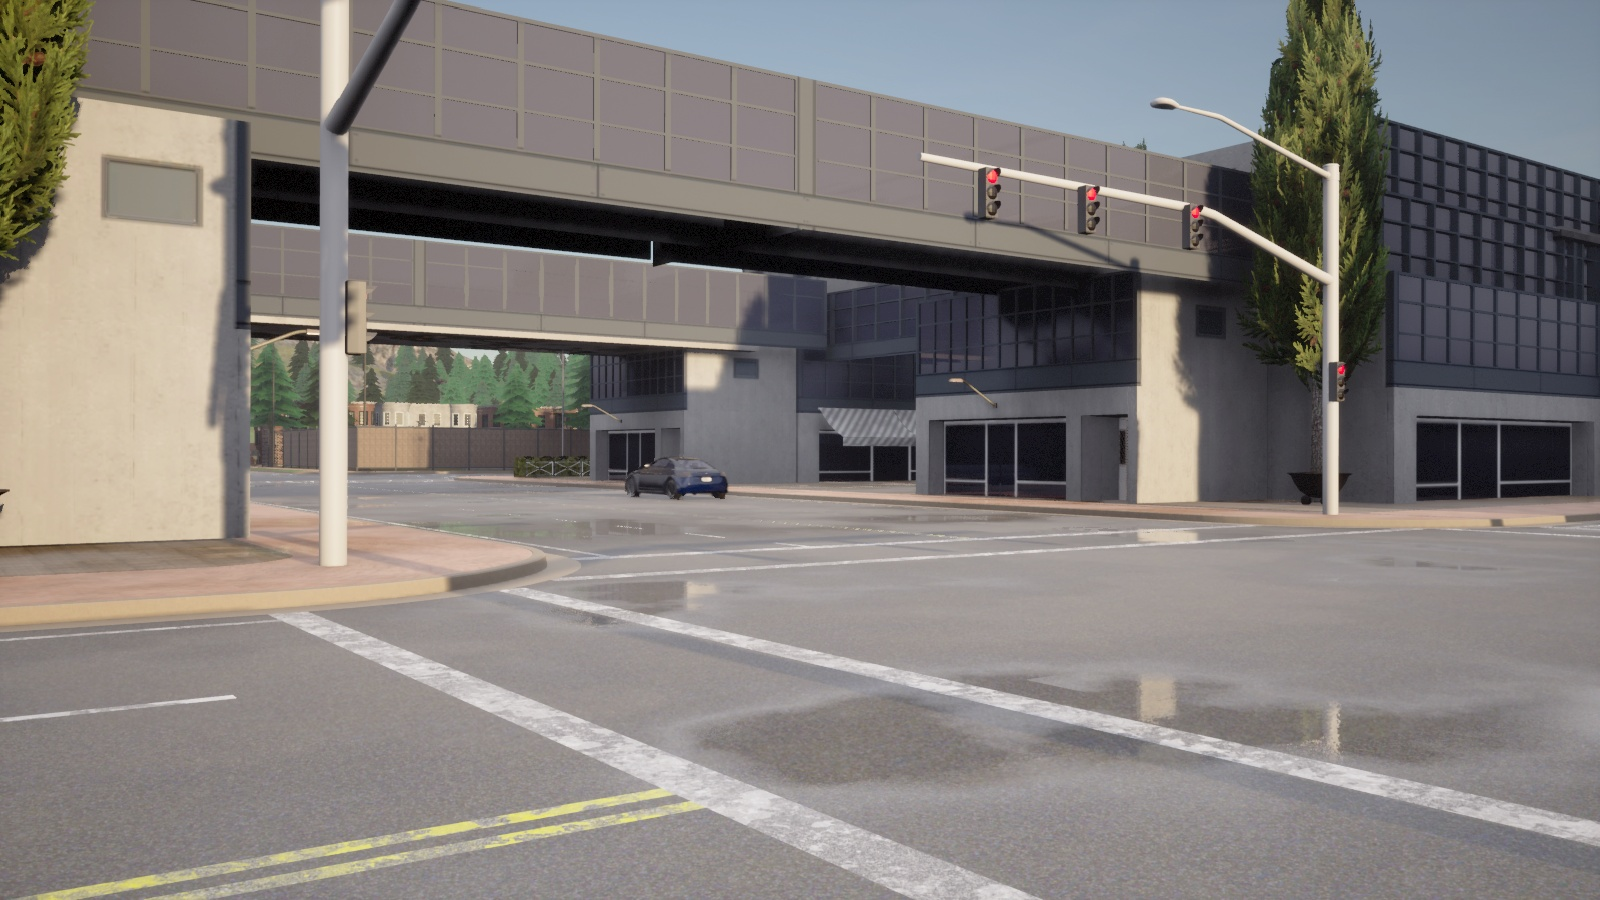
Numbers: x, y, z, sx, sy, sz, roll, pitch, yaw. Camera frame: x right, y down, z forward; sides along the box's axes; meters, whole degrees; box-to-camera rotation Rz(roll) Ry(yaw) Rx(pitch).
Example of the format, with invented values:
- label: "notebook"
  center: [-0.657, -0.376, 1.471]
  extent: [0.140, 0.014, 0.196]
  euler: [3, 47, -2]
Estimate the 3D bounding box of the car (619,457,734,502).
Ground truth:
- label: "car"
  center: [-4.118, 0.919, 41.388]
  extent: [1.994, 1.385, 4.181]
  euler: [0, 0, -35]
